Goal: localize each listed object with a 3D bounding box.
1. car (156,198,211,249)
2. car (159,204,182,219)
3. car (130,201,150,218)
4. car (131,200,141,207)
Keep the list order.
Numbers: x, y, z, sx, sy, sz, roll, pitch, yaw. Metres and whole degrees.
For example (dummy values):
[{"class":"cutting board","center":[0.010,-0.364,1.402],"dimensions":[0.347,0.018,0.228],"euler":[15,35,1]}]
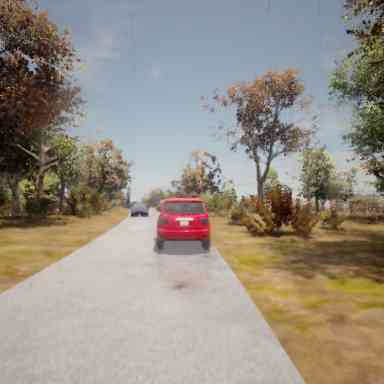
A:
[{"class":"car","center":[-0.454,1.290,15.106],"dimensions":[2.150,2.045,5.566],"euler":[0,0,-4]},{"class":"car","center":[-2.207,1.887,32.955],"dimensions":[1.895,1.301,4.718],"euler":[0,-1,-7]},{"class":"car","center":[-5.389,1.848,34.546],"dimensions":[2.033,1.411,5.357],"euler":[0,-1,-8]},{"class":"car","center":[-12.592,2.602,74.481],"dimensions":[1.994,1.385,4.181],"euler":[1,-2,-11]}]
